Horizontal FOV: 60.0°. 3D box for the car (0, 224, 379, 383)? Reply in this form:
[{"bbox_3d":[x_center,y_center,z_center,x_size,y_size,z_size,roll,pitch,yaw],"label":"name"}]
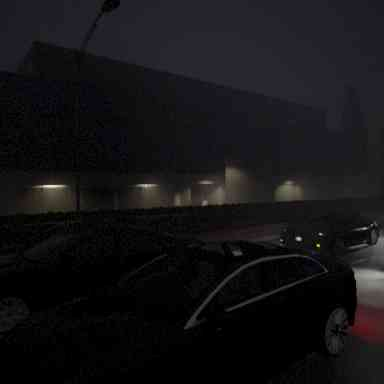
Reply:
[{"bbox_3d":[0.250,1.446,4.168,4.902,1.511,2.128,-1,1,-39],"label":"car"}]

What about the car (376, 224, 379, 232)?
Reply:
[{"bbox_3d":[7.597,1.284,9.837,4.892,1.490,1.837,-1,1,-37],"label":"car"}]

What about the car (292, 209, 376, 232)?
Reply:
[{"bbox_3d":[5.165,1.355,12.383,4.181,1.385,1.994,-1,1,-37],"label":"car"}]

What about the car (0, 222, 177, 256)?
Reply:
[{"bbox_3d":[-2.097,1.440,6.841,5.008,1.535,1.882,-1,1,-37],"label":"car"}]
